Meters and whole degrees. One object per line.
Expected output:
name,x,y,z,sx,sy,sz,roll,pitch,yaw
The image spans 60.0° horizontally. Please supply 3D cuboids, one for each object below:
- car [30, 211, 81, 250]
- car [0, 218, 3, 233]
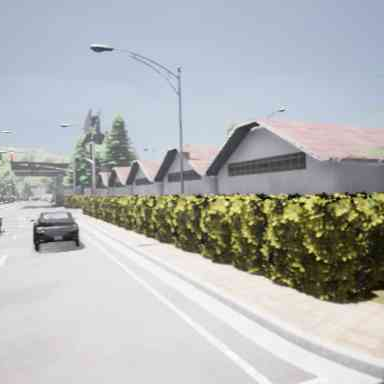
car,-6.375,1.652,15.508,2.128,1.511,4.902,-2,0,-25
car,-12.194,1.920,19.254,1.895,1.301,4.718,-2,0,-25
